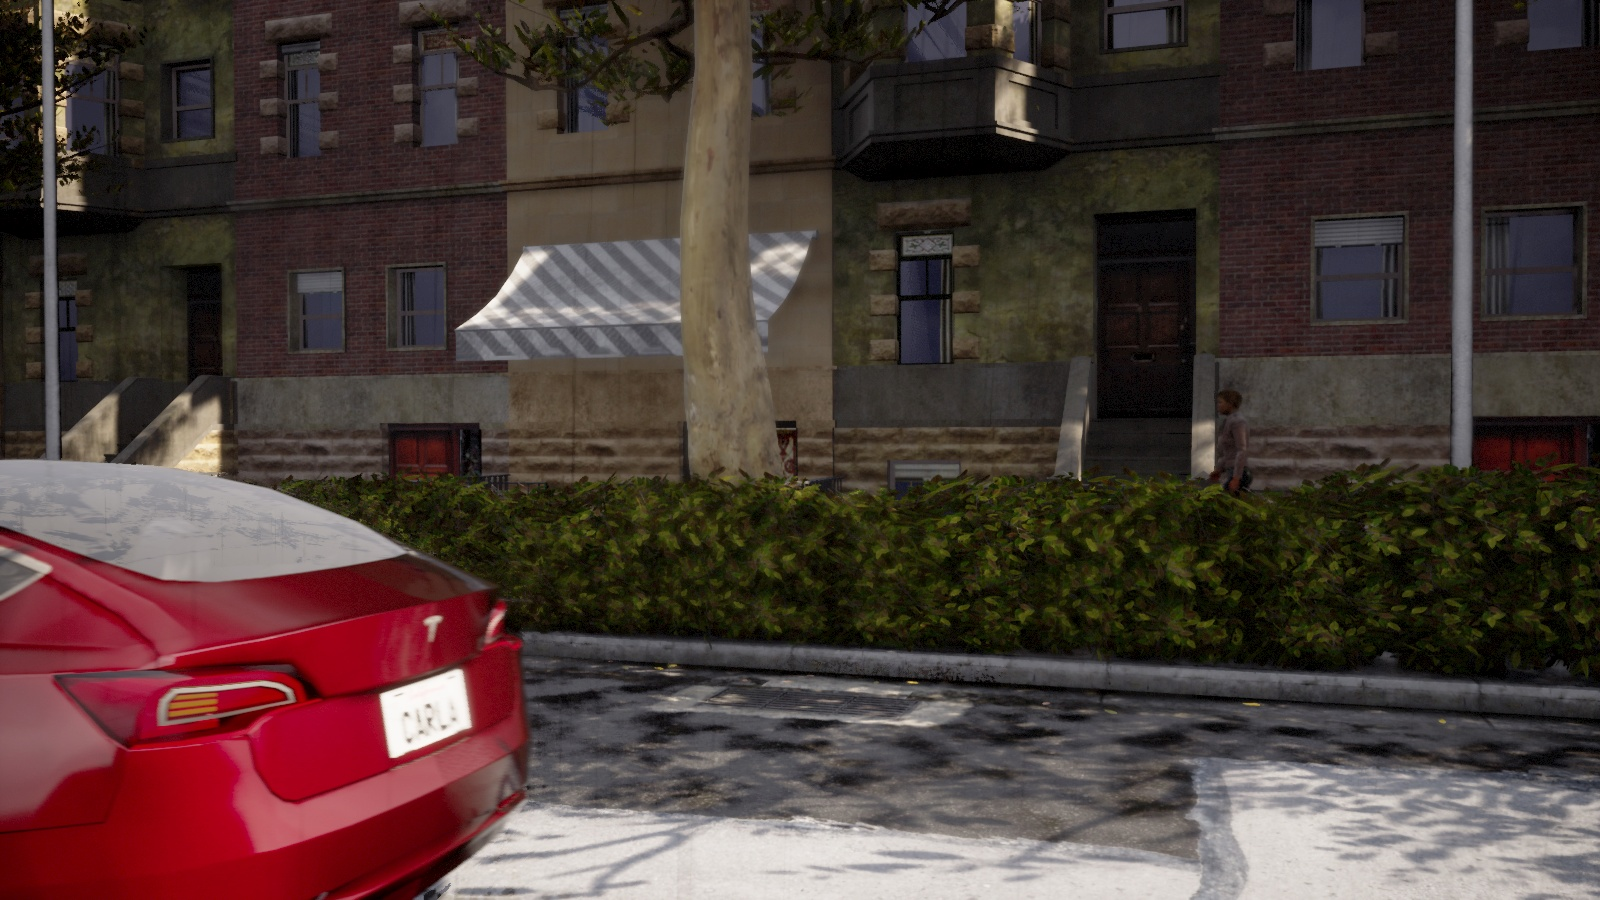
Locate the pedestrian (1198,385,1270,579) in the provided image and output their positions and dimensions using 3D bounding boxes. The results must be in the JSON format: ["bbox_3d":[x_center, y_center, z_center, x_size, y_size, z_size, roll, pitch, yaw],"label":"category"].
[{"bbox_3d":[4.216,0.304,12.206,0.634,1.846,0.331,1,1,19],"label":"pedestrian"}]

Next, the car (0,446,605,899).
[{"bbox_3d":[-3.320,0.745,4.277,4.792,1.488,2.163,1,1,18],"label":"car"}]
